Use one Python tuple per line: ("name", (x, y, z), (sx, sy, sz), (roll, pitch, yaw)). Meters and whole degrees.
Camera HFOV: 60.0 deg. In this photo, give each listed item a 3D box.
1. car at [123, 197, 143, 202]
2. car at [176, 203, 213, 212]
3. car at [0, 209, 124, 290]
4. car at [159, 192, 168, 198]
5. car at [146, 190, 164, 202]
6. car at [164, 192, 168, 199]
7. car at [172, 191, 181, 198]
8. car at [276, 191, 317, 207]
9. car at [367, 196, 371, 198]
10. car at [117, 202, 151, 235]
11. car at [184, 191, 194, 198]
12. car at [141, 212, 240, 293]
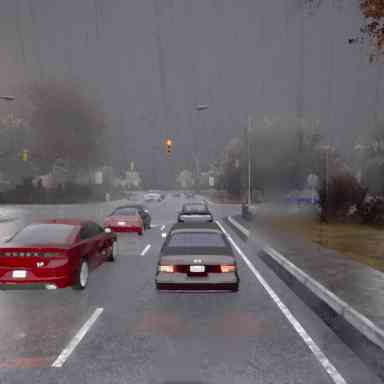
("car", (-7.073, 1.303, 39.988), (1.895, 1.301, 4.718), (0, 0, 0))
("car", (0.141, 1.380, 18.632), (2.128, 1.511, 4.902), (0, 0, -1))
("car", (-3.392, 1.445, 9.014), (1.882, 1.535, 5.008), (0, 0, 0))
("car", (-7.584, 0.673, 88.634), (2.128, 1.511, 4.902), (0, 1, -3))
("car", (-7.036, 0.737, 61.158), (2.150, 2.045, 5.566), (0, 0, 0))
("car", (-7.033, 0.903, 73.506), (2.128, 1.511, 4.902), (0, 1, 0))
("car", (-3.936, 0.788, 86.116), (1.895, 1.301, 4.718), (0, 1, -4))
("car", (13.792, 0.896, 43.207), (5.566, 2.045, 2.150), (0, 1, -4))
("car", (24.093, 1.217, 43.784), (5.357, 1.411, 2.033), (0, 1, -3))
("car", (-3.387, 1.458, 18.001), (1.994, 1.385, 4.181), (0, 0, 0))
("car", (-0.436, 0.716, 86.199), (2.128, 1.511, 4.902), (0, 1, -4))
("car", (0.106, 1.516, 8.940), (2.033, 1.411, 5.357), (0, 0, 0))
